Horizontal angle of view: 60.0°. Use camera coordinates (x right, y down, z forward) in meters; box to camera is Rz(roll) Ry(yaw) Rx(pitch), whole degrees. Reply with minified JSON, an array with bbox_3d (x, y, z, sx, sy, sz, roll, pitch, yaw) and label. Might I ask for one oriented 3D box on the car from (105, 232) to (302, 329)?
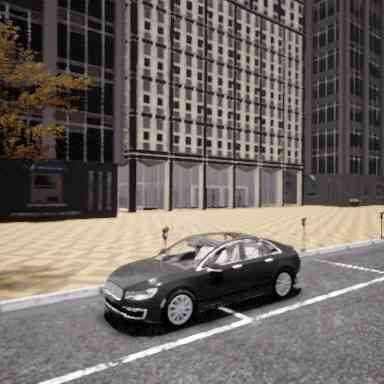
[{"bbox_3d":[0.427,1.551,6.855,4.403,1.369,2.008,0,1,-35],"label":"car"}]
